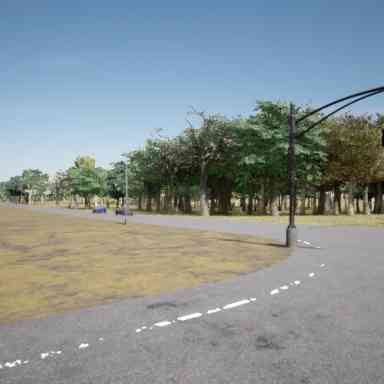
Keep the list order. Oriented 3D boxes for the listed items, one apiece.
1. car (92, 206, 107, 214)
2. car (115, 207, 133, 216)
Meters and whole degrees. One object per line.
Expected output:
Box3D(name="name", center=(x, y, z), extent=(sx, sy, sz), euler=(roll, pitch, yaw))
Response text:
Box3D(name="car", center=(-18.732, 3.624, 67.205), extent=(1.812, 1.442, 4.674), euler=(1, -2, -33))
Box3D(name="car", center=(-11.568, 3.211, 56.274), extent=(2.128, 1.511, 4.902), euler=(1, -2, -33))
